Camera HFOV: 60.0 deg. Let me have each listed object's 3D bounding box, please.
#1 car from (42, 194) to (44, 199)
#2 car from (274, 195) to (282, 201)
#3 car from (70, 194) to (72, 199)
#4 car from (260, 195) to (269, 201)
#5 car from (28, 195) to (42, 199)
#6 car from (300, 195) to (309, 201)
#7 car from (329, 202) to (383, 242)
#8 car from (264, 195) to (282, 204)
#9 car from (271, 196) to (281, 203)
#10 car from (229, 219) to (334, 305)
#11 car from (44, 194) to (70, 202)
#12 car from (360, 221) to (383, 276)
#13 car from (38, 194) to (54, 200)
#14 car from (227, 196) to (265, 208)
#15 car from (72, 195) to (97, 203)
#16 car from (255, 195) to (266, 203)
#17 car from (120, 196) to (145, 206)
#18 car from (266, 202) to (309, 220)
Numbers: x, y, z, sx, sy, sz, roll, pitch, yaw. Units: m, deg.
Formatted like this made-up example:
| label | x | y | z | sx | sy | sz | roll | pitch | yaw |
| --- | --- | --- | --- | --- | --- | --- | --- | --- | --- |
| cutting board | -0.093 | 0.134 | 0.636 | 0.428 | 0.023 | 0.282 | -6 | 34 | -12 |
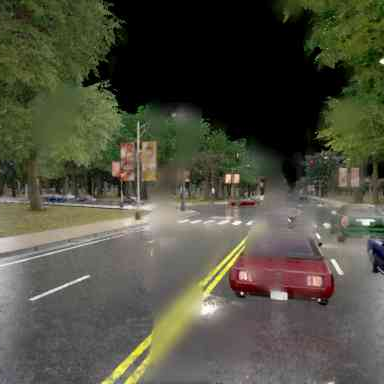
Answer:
| label | x | y | z | sx | sy | sz | roll | pitch | yaw |
| --- | --- | --- | --- | --- | --- | --- | --- | --- | --- |
| car | -31.320 | 1.262 | 75.820 | 4.902 | 1.511 | 2.128 | 0 | 0 | 40 |
| car | 21.292 | 1.488 | 82.341 | 1.882 | 1.535 | 5.008 | 0 | 0 | 17 |
| car | -29.463 | 1.259 | 78.504 | 4.674 | 1.442 | 1.812 | 0 | 0 | 40 |
| car | 18.069 | 1.534 | 82.912 | 1.812 | 1.442 | 4.674 | 0 | 0 | 17 |
| car | -39.304 | 1.295 | 82.508 | 4.718 | 1.301 | 1.895 | 0 | 0 | 40 |
| car | 30.400 | 1.519 | 89.918 | 1.837 | 1.490 | 4.892 | 0 | 0 | 17 |
| car | 8.010 | 1.352 | 16.197 | 2.097 | 1.767 | 4.553 | 0 | 0 | 17 |
| car | 15.228 | 1.553 | 62.609 | 2.033 | 1.411 | 5.357 | 0 | 0 | 18 |
| car | 18.267 | 1.603 | 72.422 | 1.895 | 1.301 | 4.718 | 0 | 0 | 17 |
| car | 2.222 | 1.601 | 8.185 | 1.895 | 1.301 | 4.718 | 0 | 0 | 17 |
| car | -27.878 | 1.244 | 68.697 | 5.008 | 1.535 | 1.882 | 0 | 0 | 40 |
| car | 5.432 | 1.601 | 7.585 | 1.895 | 1.301 | 4.718 | 0 | 0 | 16 |
| car | -37.337 | 1.223 | 85.100 | 4.674 | 1.442 | 1.812 | 0 | 0 | 40 |
| car | 7.551 | 1.565 | 47.808 | 4.718 | 1.301 | 1.895 | 0 | 0 | -14 |
| car | -19.456 | 1.306 | 61.582 | 4.902 | 1.511 | 2.128 | 1 | 0 | 41 |
| car | 15.073 | 1.486 | 73.094 | 1.882 | 1.535 | 5.008 | 0 | 0 | 17 |
| car | -9.550 | 1.405 | 53.222 | 4.674 | 1.442 | 1.812 | 0 | 0 | 40 |
| car | 4.873 | 1.505 | 17.057 | 1.837 | 1.490 | 4.892 | 0 | 0 | 17 |
